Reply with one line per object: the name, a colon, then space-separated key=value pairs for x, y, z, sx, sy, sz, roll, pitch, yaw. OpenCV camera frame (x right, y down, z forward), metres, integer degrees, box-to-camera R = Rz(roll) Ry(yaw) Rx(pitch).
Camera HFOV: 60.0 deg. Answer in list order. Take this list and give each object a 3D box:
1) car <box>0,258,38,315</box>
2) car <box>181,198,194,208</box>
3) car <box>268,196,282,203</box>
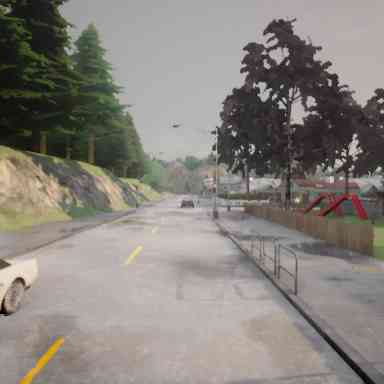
car: x=-4.155 y=1.610 z=4.805 sx=1.895 sy=1.301 sz=4.718 roll=0 pitch=0 yaw=-1
car: x=-0.669 y=1.616 z=49.119 sx=1.812 sy=1.442 sz=4.674 roll=0 pitch=0 yaw=-2
car: x=14.849 y=1.410 z=60.166 sx=1.994 sy=1.381 sz=4.181 roll=0 pitch=0 yaw=-1
